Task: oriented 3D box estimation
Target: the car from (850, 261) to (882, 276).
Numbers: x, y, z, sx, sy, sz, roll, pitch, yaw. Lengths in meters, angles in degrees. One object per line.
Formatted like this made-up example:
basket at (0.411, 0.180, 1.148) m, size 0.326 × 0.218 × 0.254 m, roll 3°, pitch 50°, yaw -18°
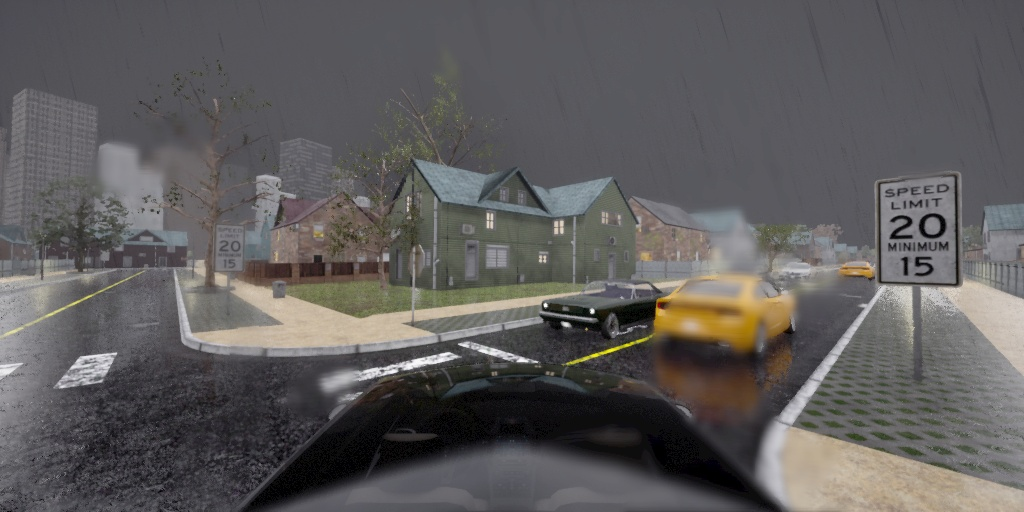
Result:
car at (36.534, 1.273, 36.944) m, size 5.357 × 1.411 × 2.033 m, roll 0°, pitch -1°, yaw -42°

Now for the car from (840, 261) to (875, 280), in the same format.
car at (29.103, 1.189, 30.155) m, size 5.008 × 1.535 × 1.882 m, roll 0°, pitch 0°, yaw -42°

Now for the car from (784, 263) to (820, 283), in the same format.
car at (22.603, 1.256, 28.151) m, size 4.674 × 1.442 × 1.812 m, roll 0°, pitch 0°, yaw -42°

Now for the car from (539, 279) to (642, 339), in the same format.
car at (2.925, 1.363, 10.315) m, size 4.718 × 1.301 × 1.895 m, roll 0°, pitch 0°, yaw -43°

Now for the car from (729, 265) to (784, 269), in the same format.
car at (12.164, 1.231, 18.721) m, size 4.902 × 1.511 × 2.128 m, roll 0°, pitch 0°, yaw -42°

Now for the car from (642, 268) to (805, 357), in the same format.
car at (5.340, 1.217, 8.693) m, size 5.008 × 1.535 × 1.882 m, roll 0°, pitch 0°, yaw -42°
